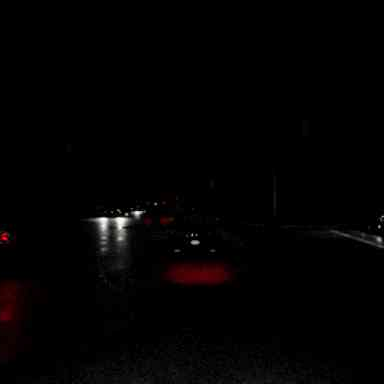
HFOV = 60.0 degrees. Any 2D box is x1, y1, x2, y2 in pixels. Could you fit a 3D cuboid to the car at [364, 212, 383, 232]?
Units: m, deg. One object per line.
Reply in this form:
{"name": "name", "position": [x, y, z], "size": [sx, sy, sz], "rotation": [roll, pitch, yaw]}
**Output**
{"name": "car", "position": [11.945, 1.369, 18.121], "size": [4.553, 1.767, 2.097], "rotation": [0, 0, 3]}

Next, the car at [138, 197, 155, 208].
{"name": "car", "position": [-7.003, 1.524, 51.511], "size": [1.882, 1.535, 5.008], "rotation": [0, 0, 0]}

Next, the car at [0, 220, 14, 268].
{"name": "car", "position": [-7.162, 1.362, 10.679], "size": [2.097, 1.767, 4.553], "rotation": [0, 0, -36]}

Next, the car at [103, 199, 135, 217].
{"name": "car", "position": [-7.088, 1.534, 31.922], "size": [1.837, 1.490, 4.892], "rotation": [0, 0, 0]}

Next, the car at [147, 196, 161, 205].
{"name": "car", "position": [-7.004, 1.533, 61.536], "size": [1.882, 1.535, 5.008], "rotation": [0, 0, 0]}

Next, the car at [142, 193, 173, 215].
{"name": "car", "position": [-3.403, 1.252, 34.002], "size": [2.150, 2.045, 5.566], "rotation": [0, 0, 0]}

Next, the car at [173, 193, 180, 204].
{"name": "car", "position": [-3.504, 1.278, 61.792], "size": [2.150, 2.045, 5.566], "rotation": [0, 0, 0]}

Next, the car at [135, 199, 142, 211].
{"name": "car", "position": [-7.034, 1.585, 41.702], "size": [2.033, 1.411, 5.357], "rotation": [0, 0, 0]}

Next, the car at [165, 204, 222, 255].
{"name": "car", "position": [0.099, 1.490, 13.339], "size": [1.882, 1.535, 5.008], "rotation": [0, 0, 0]}

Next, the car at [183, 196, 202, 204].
{"name": "car", "position": [0.097, 1.524, 35.789], "size": [2.128, 1.511, 4.902], "rotation": [0, 0, 0]}
